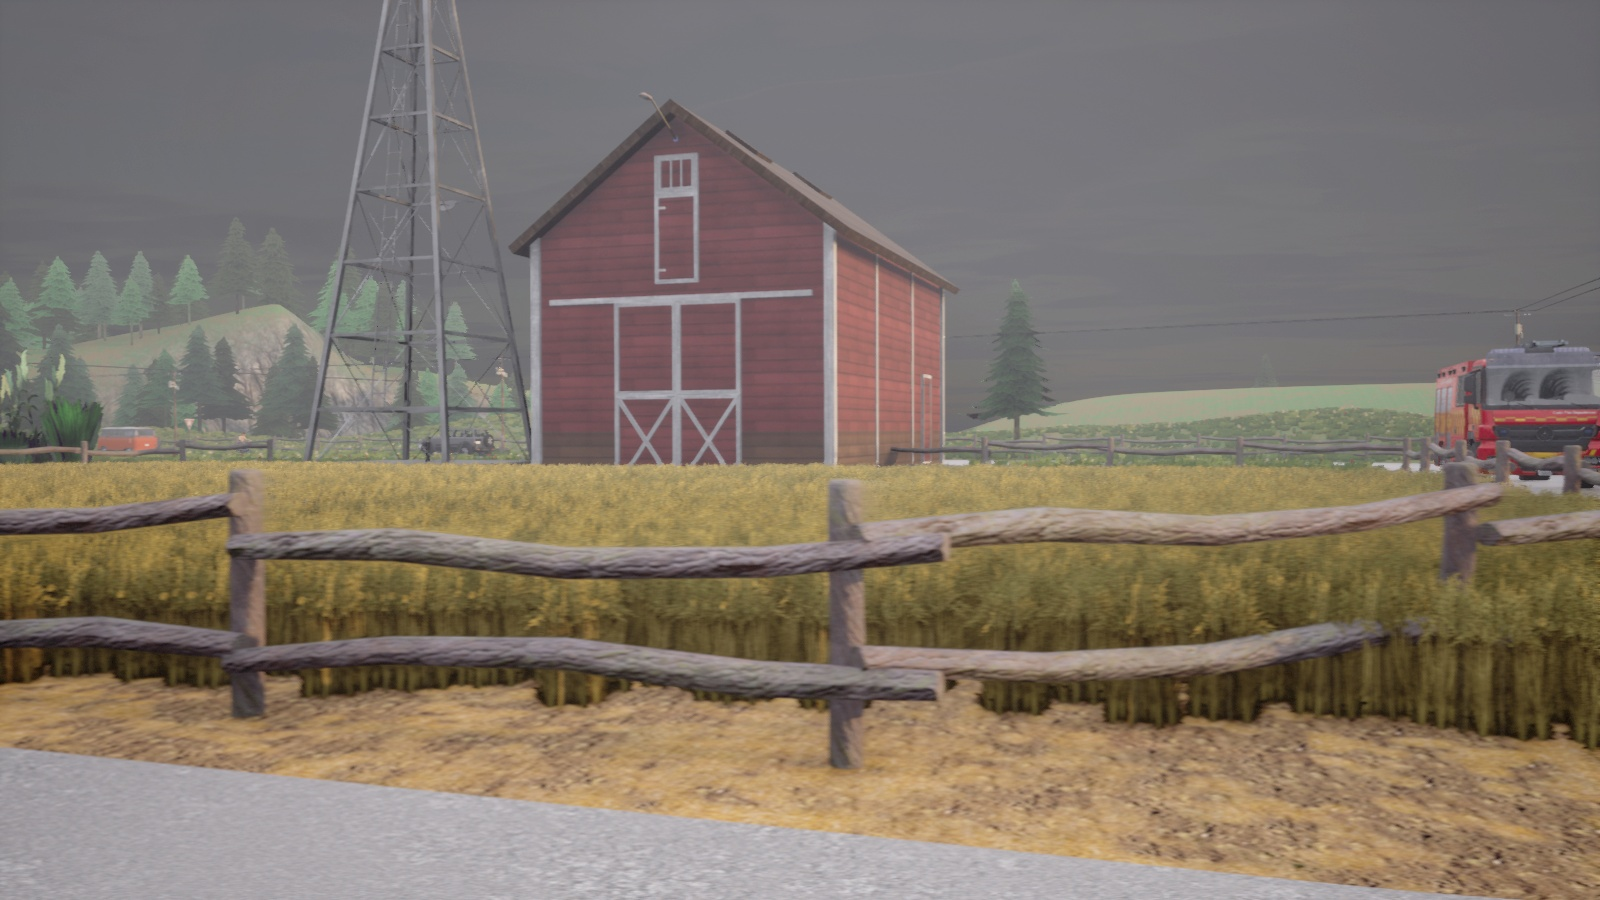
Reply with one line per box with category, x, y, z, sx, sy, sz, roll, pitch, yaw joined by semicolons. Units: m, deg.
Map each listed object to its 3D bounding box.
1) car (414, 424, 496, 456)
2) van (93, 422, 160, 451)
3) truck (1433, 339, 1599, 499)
car;-20.742;-0.622;75.536;4.605;1.855;1.932;1;1;24
van;-46.878;-0.962;87.375;4.442;1.987;1.775;1;1;25
truck;19.520;-0.815;34.354;2.891;3.827;8.468;1;1;20
